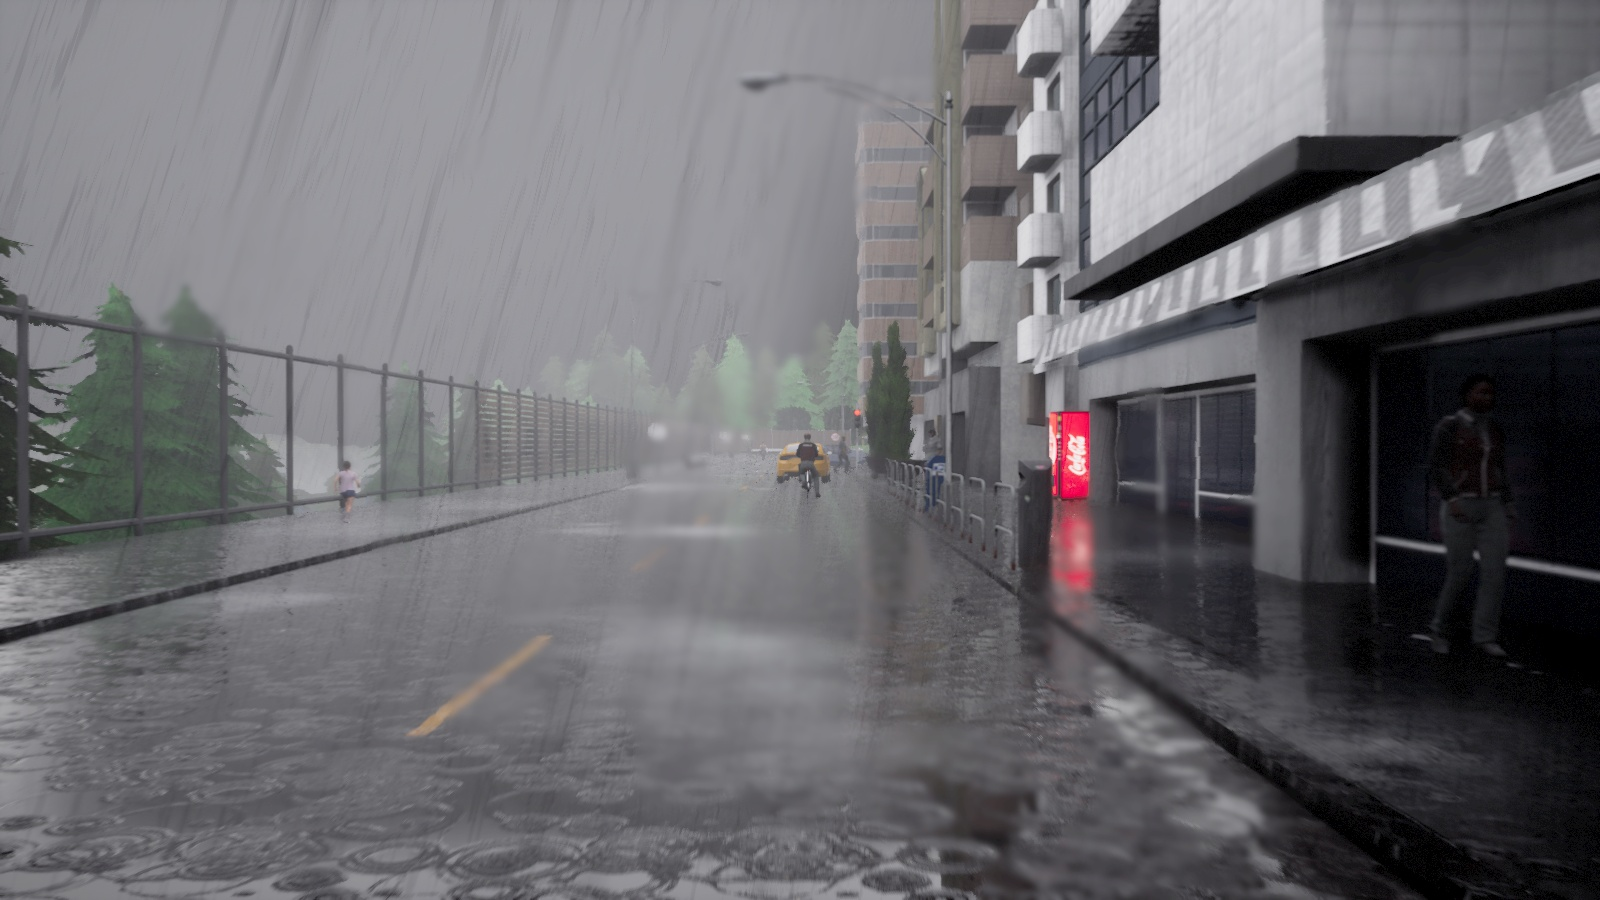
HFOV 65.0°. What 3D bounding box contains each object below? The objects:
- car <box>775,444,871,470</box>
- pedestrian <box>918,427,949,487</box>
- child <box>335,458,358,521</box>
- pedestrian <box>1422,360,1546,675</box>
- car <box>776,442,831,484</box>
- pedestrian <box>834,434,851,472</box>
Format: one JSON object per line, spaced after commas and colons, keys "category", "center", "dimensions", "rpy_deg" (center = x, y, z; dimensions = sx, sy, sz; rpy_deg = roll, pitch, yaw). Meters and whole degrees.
{"category": "car", "center": [1.358, 0.385, 72.703], "dimensions": [5.357, 1.411, 2.033], "rpy_deg": [0, 0, -34]}
{"category": "pedestrian", "center": [4.352, 0.225, 40.991], "dimensions": [0.659, 1.952, 0.873], "rpy_deg": [0, 0, 37]}
{"category": "child", "center": [-8.101, 0.703, 22.438], "dimensions": [0.255, 1.110, 0.394], "rpy_deg": [0, 0, 1]}
{"category": "pedestrian", "center": [4.363, 0.415, 8.038], "dimensions": [0.402, 1.930, 0.666], "rpy_deg": [0, 0, -3]}
{"category": "car", "center": [0.180, 0.452, 48.337], "dimensions": [1.882, 1.535, 5.008], "rpy_deg": [0, 0, 3]}
{"category": "pedestrian", "center": [2.080, 0.138, 61.180], "dimensions": [0.694, 1.848, 0.540], "rpy_deg": [0, 0, -19]}
